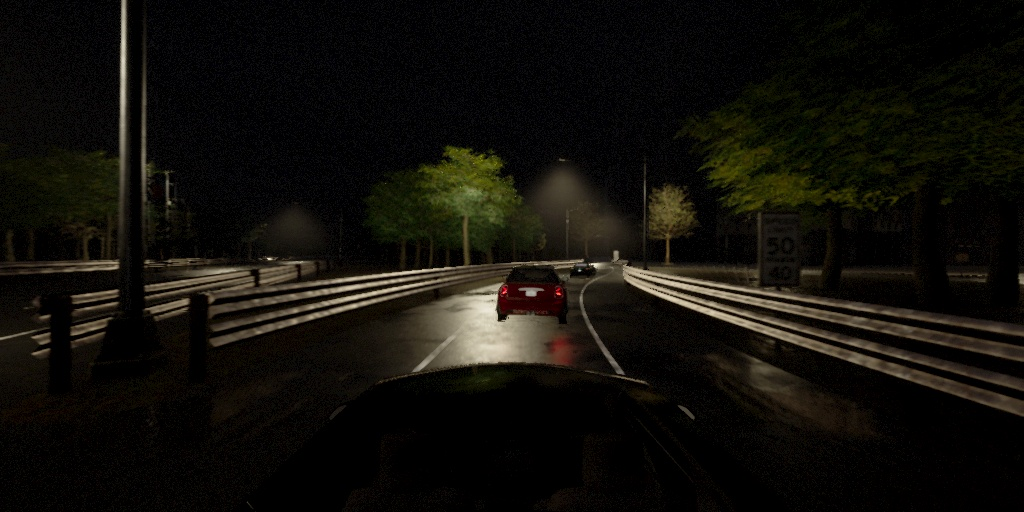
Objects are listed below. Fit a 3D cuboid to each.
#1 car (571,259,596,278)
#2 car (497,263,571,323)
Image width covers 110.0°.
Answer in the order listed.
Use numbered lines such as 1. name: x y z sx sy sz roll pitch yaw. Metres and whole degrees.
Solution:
1. car: 6.877 1.295 34.546 1.994 1.385 4.181 0 0 21
2. car: 0.841 1.093 12.383 2.097 1.767 4.553 1 0 8
